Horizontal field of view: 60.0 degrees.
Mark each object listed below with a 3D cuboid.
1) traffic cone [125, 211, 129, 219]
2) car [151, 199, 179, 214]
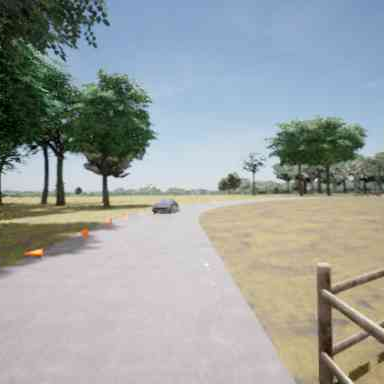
[{"bbox_3d":[-5.221,1.845,26.492,0.340,0.580,0.340,-1,0,2],"label":"traffic cone"},{"bbox_3d":[-2.553,1.361,33.203,2.033,1.411,5.357,-1,0,8],"label":"car"}]
